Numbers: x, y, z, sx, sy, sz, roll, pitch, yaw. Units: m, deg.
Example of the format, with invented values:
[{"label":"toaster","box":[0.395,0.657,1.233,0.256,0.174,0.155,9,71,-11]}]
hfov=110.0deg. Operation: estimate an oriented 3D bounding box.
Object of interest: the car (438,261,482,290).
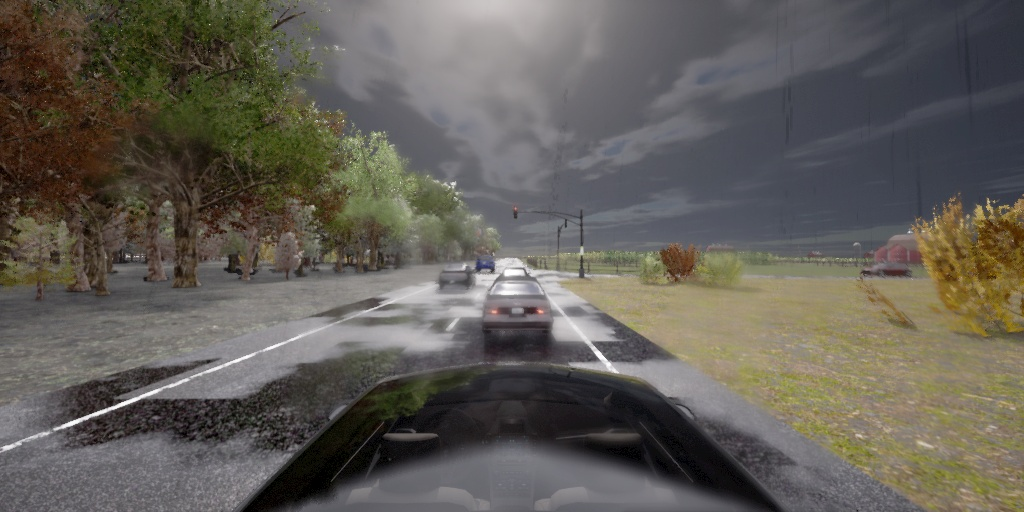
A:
[{"label":"car","box":[-3.353,1.244,22.628,2.128,1.511,4.902,0,0,0]}]

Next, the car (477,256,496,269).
[{"label":"car","box":[-3.302,0.974,45.559,2.150,2.045,5.566,0,0,0]}]

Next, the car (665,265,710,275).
[{"label":"car","box":[20.601,1.627,42.056,4.718,1.301,1.895,1,-1,0]}]

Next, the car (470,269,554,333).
[{"label":"car","box":[0.121,1.299,10.682,2.033,1.411,5.357,0,0,0]}]

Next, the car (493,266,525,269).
[{"label":"car","box":[0.144,1.316,19.922,1.994,1.385,4.181,0,0,0]}]

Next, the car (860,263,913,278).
[{"label":"car","box":[43.629,1.630,41.882,4.553,1.767,2.097,1,-1,1]}]

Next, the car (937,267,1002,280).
[{"label":"car","box":[48.670,1.821,38.258,5.357,1.411,2.033,1,-1,1]}]
